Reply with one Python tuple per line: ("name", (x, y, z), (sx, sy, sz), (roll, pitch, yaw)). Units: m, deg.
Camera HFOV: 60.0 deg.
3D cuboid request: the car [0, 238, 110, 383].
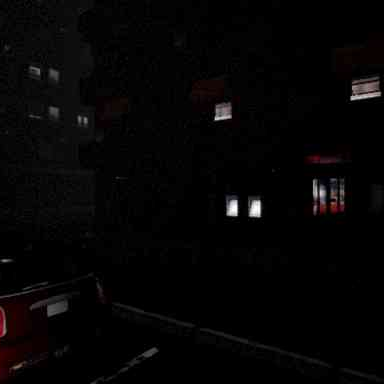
("car", (-3.215, 1.438, 5.170), (4.097, 1.590, 1.967), (0, 0, 36))
